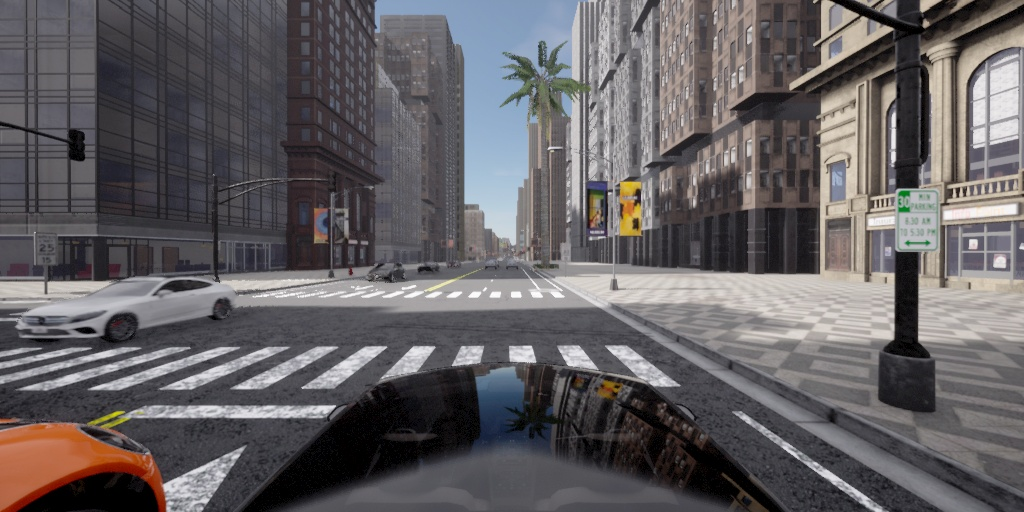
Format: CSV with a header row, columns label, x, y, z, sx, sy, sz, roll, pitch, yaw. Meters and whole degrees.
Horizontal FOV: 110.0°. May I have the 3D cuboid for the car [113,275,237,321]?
label,x,y,z,sx,sy,sz,roll,pitch,yaw
car,-9.847,1.276,9.805,1.812,1.442,4.674,0,0,0

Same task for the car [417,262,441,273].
label,x,y,z,sx,sy,sz,roll,pitch,yaw
car,-9.825,1.367,42.603,1.895,1.301,4.718,0,0,0

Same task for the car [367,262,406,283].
label,x,y,z,sx,sy,sz,roll,pitch,yaw
car,-9.839,1.261,28.467,1.837,1.490,4.892,0,0,0

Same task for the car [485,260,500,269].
label,x,y,z,sx,sy,sz,roll,pitch,yaw
car,-3.227,1.334,55.736,2.033,1.411,5.357,0,0,0

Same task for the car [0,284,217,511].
label,x,y,z,sx,sy,sz,roll,pitch,yaw
car,-3.150,1.102,0.256,2.097,1.767,4.553,0,0,0

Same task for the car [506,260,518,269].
label,x,y,z,sx,sy,sz,roll,pitch,yaw
car,0.023,1.334,55.734,2.033,1.411,5.357,0,0,0

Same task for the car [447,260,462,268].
label,x,y,z,sx,sy,sz,roll,pitch,yaw
car,-9.724,1.377,60.741,1.994,1.385,4.181,0,0,0
